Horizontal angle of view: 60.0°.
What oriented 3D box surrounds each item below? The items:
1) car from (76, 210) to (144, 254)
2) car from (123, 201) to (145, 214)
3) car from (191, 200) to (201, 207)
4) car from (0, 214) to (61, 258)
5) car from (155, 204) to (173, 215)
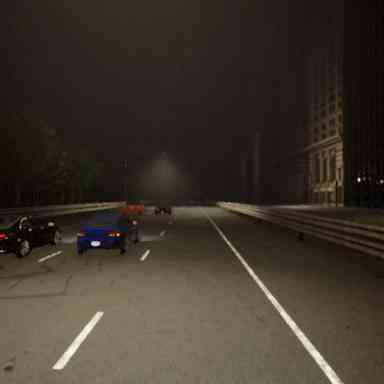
[{"bbox_3d":[-3.410,1.683,14.070,1.812,1.442,4.674,0,-1,0],"label":"car"},{"bbox_3d":[-6.926,1.871,40.245,2.097,1.767,4.553,0,-1,0],"label":"car"},{"bbox_3d":[1.177,2.743,78.478,1.812,1.442,4.674,0,-1,0],"label":"car"},{"bbox_3d":[-6.909,1.654,13.348,1.837,1.490,4.892,0,-1,0],"label":"car"},{"bbox_3d":[-3.425,2.133,41.031,1.895,1.301,4.718,0,-1,0],"label":"car"}]
